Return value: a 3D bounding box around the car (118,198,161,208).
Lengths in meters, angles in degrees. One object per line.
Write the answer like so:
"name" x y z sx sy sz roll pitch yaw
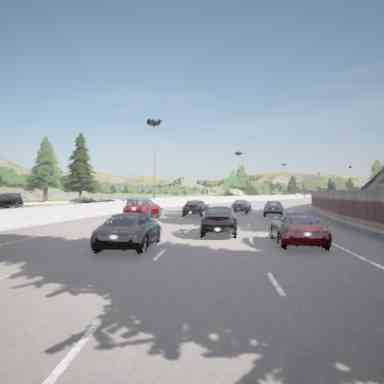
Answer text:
"car" -3.973 1.332 27.149 2.097 1.767 4.553 0 0 11

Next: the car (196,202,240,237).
"car" 1.532 1.504 17.990 1.837 1.490 4.892 0 0 8

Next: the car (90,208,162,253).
"car" -2.528 1.552 13.628 1.994 1.385 4.181 0 0 6

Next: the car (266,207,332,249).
"car" 4.621 1.574 14.620 1.994 1.385 4.181 0 0 6

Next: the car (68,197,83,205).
"car" -16.285 1.429 49.426 2.128 1.511 4.902 0 0 19

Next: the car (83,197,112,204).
"car" -13.107 1.548 47.973 1.895 1.301 4.718 0 0 19

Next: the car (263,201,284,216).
"car" 7.911 1.562 32.220 2.033 1.411 5.357 0 0 15

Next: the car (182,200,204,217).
"car" 0.417 1.497 30.881 1.837 1.490 4.892 0 0 13

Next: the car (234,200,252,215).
"car" 5.281 1.532 35.673 1.812 1.442 4.674 0 0 16

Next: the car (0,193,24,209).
"car" -22.805 1.143 39.771 2.150 2.045 5.566 0 0 15
